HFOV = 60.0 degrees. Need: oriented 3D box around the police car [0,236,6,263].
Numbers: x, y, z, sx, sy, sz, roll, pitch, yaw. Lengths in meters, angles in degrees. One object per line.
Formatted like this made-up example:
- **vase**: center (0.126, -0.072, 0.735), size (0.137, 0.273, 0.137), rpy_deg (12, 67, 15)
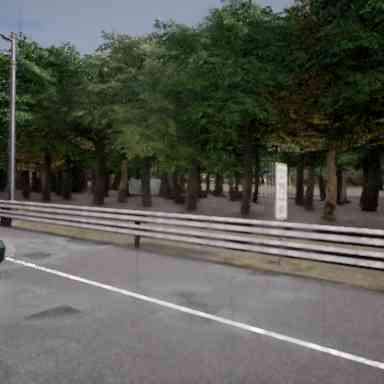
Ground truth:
- **police car**: center (-7.187, 1.243, 8.487), size (4.974, 1.542, 2.038), rpy_deg (2, 2, 26)
